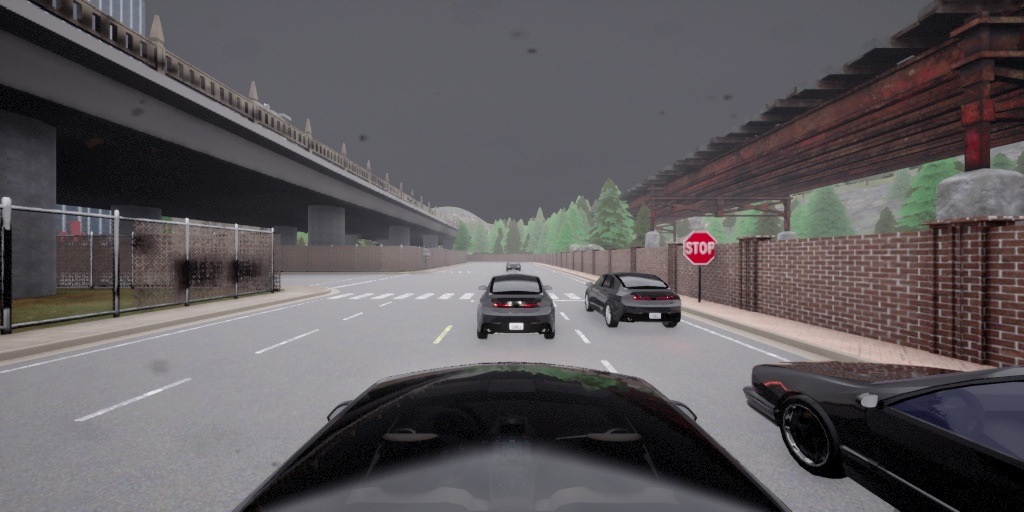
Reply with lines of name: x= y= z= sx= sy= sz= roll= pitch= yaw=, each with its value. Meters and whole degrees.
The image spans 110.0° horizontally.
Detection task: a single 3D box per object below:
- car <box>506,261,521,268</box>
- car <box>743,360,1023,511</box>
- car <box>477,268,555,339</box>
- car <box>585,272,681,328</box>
car: x=0.173 y=1.351 z=46.340 sx=1.895 sy=1.301 sz=4.718 roll=0 pitch=0 yaw=-1
car: x=3.600 y=1.297 z=1.675 sx=2.033 sy=1.411 sz=5.357 roll=0 pitch=0 yaw=0
car: x=0.096 y=1.255 z=10.061 sx=1.837 sy=1.490 sz=4.892 roll=0 pitch=0 yaw=0
car: x=3.598 y=1.255 z=11.421 sx=1.837 sy=1.490 sz=4.892 roll=0 pitch=0 yaw=0
